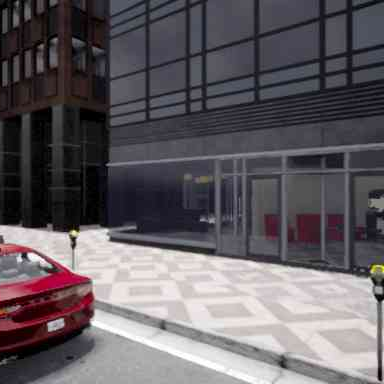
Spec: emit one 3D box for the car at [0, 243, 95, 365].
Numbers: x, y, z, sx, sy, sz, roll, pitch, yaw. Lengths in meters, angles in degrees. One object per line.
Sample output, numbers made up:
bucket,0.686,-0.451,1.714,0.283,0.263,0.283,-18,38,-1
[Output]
car,-3.522,1.527,5.477,4.507,1.381,1.887,0,0,35
